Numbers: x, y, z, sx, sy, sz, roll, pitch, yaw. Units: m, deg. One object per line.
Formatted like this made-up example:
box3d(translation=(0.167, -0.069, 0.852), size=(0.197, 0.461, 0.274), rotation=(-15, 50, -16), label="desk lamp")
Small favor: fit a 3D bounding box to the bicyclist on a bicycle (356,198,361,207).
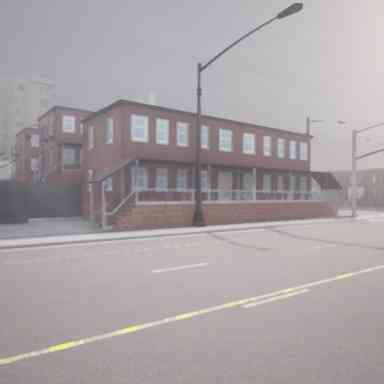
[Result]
box3d(translation=(29.435, 1.844, 58.871), size=(1.656, 1.620, 0.582), rotation=(0, 0, -36), label="bicyclist on a bicycle")
